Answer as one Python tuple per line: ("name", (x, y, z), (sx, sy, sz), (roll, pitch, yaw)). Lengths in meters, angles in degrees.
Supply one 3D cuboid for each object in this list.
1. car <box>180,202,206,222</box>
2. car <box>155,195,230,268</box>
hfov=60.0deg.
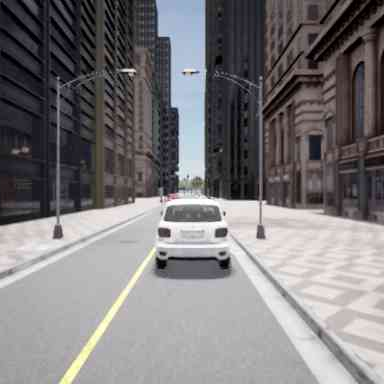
("car", (0.066, 1.619, 27.810), (1.994, 1.385, 4.181), (0, 0, 1))
("car", (0.042, 1.248, 11.489), (2.150, 2.045, 5.566), (0, 0, 0))
